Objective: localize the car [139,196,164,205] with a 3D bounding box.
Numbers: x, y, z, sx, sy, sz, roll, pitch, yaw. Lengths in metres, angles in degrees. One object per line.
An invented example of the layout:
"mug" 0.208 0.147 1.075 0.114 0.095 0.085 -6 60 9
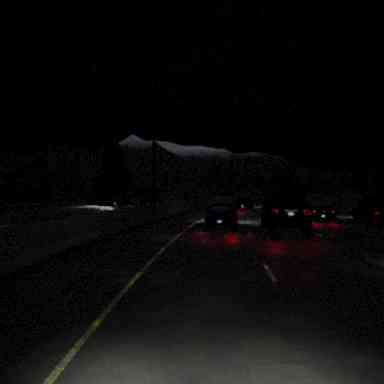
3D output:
"car" -5.842 1.241 48.621 2.033 1.411 5.357 0 0 19

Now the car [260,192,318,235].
"car" 5.061 1.115 18.388 2.150 2.045 5.566 0 0 8

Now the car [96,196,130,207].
"car" -10.461 1.252 45.673 2.033 1.411 5.357 0 0 17

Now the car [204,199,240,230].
"car" 1.830 1.403 20.290 1.812 1.442 4.674 0 0 8

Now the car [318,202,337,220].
"car" 10.028 1.453 26.417 1.895 1.301 4.718 0 0 12

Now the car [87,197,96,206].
"car" -13.283 1.250 48.161 1.994 1.385 4.181 0 0 18

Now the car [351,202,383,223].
"car" 13.057 1.419 23.866 2.033 1.411 5.357 0 0 11

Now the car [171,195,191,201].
"car" -1.667 1.182 49.822 2.128 1.511 4.902 0 1 20

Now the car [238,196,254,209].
"car" 6.392 1.269 40.147 1.837 1.490 4.892 0 1 17

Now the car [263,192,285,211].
"car" 9.658 0.998 38.917 2.150 2.045 5.566 0 1 17
